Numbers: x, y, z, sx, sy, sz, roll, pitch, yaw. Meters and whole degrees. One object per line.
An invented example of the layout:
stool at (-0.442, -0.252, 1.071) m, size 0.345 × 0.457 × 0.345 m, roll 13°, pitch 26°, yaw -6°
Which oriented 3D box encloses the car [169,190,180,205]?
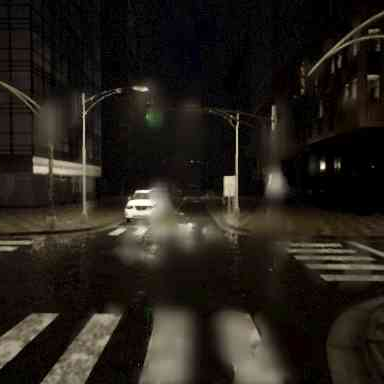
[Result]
car at (-2.956, 0.873, 42.350) m, size 1.837 × 1.490 × 4.892 m, roll 0°, pitch 1°, yaw 0°

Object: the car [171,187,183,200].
car at (-2.834, 0.145, 58.940) m, size 2.150 × 2.045 × 5.566 m, roll 0°, pitch 1°, yaw 0°

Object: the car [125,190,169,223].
car at (-3.029, 0.887, 22.662) m, size 2.150 × 2.045 × 5.566 m, roll 0°, pitch 1°, yaw 0°
